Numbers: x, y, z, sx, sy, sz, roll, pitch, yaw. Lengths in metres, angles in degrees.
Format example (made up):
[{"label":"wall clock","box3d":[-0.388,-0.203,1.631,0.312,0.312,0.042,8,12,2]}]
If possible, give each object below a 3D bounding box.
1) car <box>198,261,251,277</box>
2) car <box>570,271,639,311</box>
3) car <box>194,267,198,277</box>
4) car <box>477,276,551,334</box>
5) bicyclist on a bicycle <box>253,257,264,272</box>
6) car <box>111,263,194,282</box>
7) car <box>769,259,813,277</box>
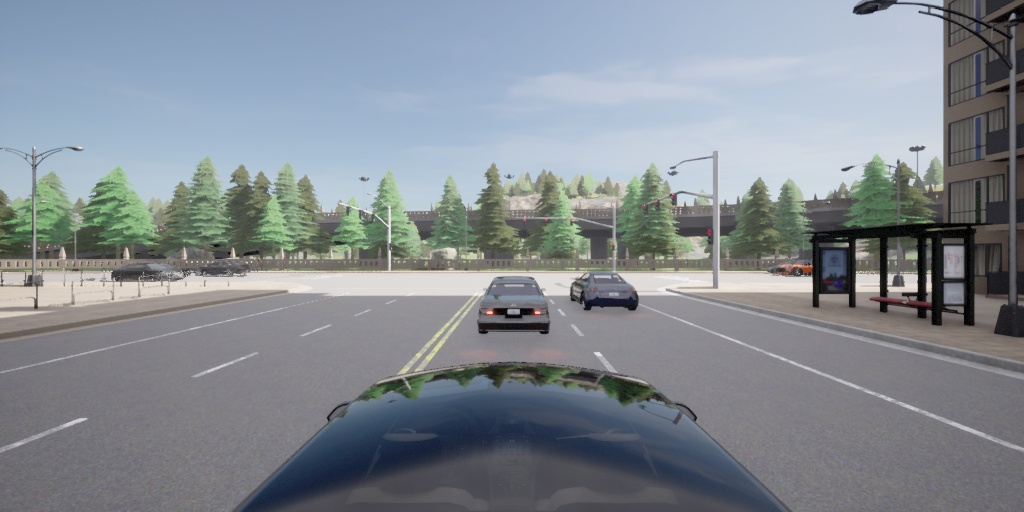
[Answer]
[{"label":"car","box3d":[-27.789,1.199,34.340,4.892,1.490,1.837,0,0,1]},{"label":"car","box3d":[3.579,1.314,14.568,1.994,1.385,4.181,0,0,0]},{"label":"car","box3d":[-30.290,1.295,30.662,4.718,1.301,1.895,0,0,0]},{"label":"car","box3d":[0.060,1.297,10.558,2.033,1.411,5.357,0,0,1]},{"label":"bicyclist on a bicycle","box3d":[-29.461,0.995,41.659,0.582,1.620,1.656,0,0,1]},{"label":"car","box3d":[-27.415,1.220,27.125,4.674,1.442,1.812,0,0,1]},{"label":"car","box3d":[27.319,1.046,33.457,4.553,1.767,2.097,0,0,2]}]
